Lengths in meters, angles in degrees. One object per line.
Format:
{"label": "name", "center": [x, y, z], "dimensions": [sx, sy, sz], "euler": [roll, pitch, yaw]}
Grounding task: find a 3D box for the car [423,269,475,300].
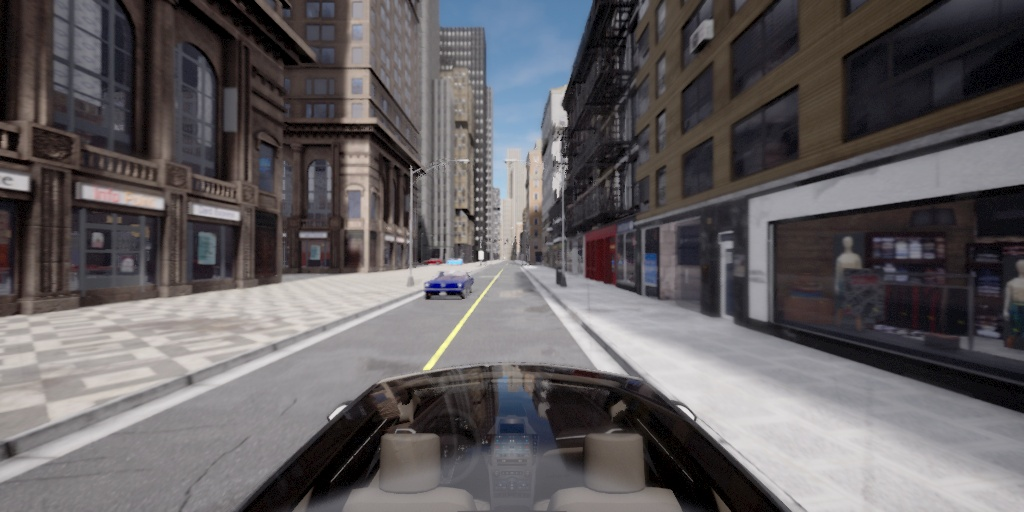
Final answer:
{"label": "car", "center": [-2.996, 1.345, 17.819], "dimensions": [1.895, 1.301, 4.718], "euler": [0, 0, 0]}
